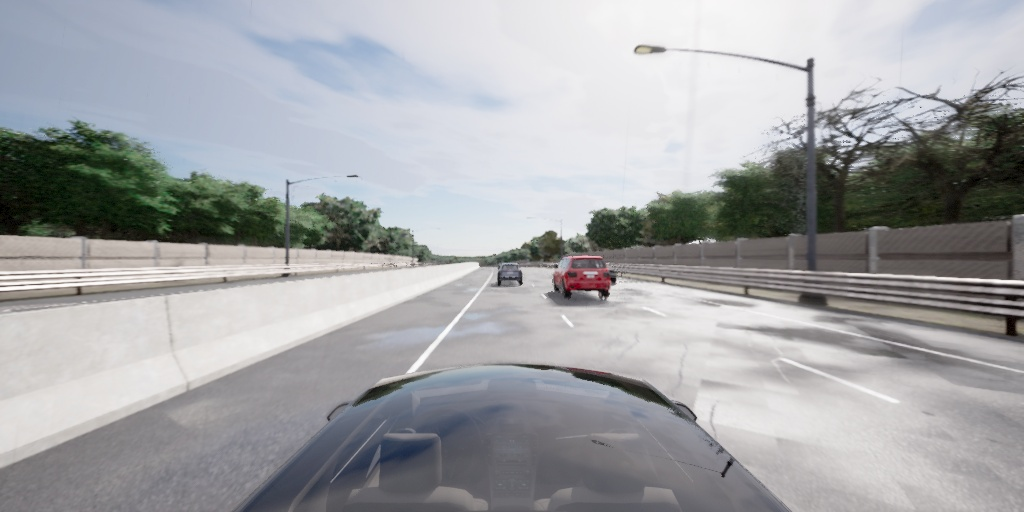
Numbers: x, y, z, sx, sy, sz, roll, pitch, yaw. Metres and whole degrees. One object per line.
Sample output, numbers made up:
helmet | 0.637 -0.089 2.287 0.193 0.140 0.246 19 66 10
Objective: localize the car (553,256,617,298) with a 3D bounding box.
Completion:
car | 3.531 1.039 18.997 2.150 2.045 5.566 0 0 -1

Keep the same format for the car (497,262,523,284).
car | -0.185 1.328 28.546 2.033 1.649 4.856 0 0 -1
